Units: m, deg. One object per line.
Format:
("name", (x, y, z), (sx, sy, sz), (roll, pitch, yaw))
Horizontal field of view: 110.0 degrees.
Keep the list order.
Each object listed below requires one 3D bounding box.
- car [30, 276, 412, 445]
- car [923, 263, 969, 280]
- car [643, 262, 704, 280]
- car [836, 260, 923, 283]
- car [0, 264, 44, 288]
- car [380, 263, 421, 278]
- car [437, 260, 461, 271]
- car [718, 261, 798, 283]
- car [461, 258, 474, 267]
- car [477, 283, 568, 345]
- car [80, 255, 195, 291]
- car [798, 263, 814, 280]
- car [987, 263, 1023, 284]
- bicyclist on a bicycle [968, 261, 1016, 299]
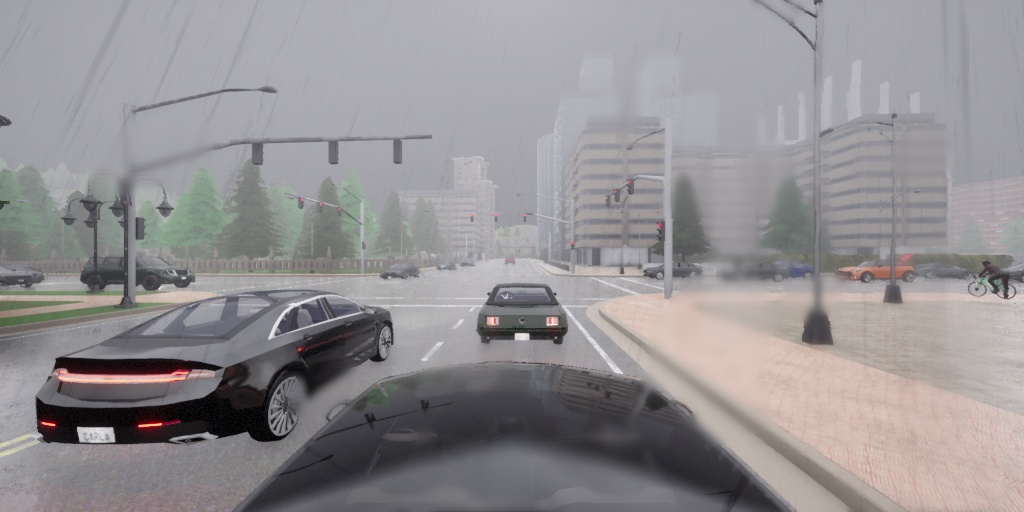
("car", (-3.330, 1.242, 5.343), (2.128, 1.511, 4.902), (0, 0, 1))
("car", (35.654, 1.313, 30.363), (4.181, 1.385, 1.994), (0, 0, 2))
("car", (13.962, 1.255, 31.089), (4.892, 1.490, 1.837), (0, 0, 2))
("car", (27.416, 1.102, 27.140), (4.553, 1.767, 2.097), (0, 0, 2))
("car", (-32.415, 1.228, 21.939), (5.008, 1.535, 1.882), (0, 0, 2))
("car", (-9.468, 1.297, 30.889), (2.033, 1.411, 5.357), (0, 0, 4))
("car", (-8.738, 1.241, 48.031), (2.128, 1.511, 4.902), (0, 0, 2))
("car", (18.483, 1.255, 27.438), (4.892, 1.490, 1.837), (0, 0, 2))
("car", (-8.120, 1.101, 64.921), (2.097, 1.767, 4.553), (0, 0, 2))
("car", (0.263, 1.351, 9.494), (1.895, 1.301, 4.718), (0, 0, 1))
("car", (-22.429, 0.971, 21.581), (5.566, 2.045, 2.150), (0, 0, 2))
("car", (23.310, 1.227, 30.780), (5.008, 1.535, 1.882), (0, 0, 2))
("car", (38.785, 1.227, 26.749), (5.008, 1.535, 1.882), (0, 0, 2))
("bicyclist on a bicycle", (21.181, 1.051, 15.859), (0.582, 1.620, 1.656), (0, 0, 2))
